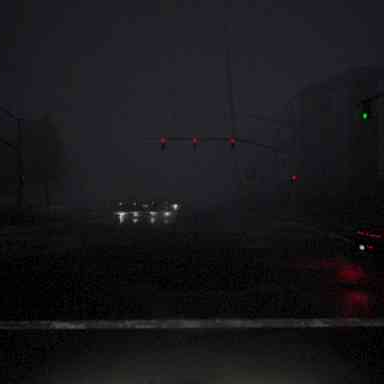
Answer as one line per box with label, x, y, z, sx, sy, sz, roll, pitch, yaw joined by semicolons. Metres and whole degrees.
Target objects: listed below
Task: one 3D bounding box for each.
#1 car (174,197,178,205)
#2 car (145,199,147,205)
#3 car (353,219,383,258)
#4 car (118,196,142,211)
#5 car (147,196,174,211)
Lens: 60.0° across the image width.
car;-3.531;1.512;58.631;1.895;1.301;4.718;0;0;0
car;-7.033;1.391;58.470;1.882;1.535;5.008;0;0;0
car;7.766;1.494;10.589;4.892;1.490;1.837;0;0;-2
car;-7.116;1.292;38.703;2.097;1.767;4.553;0;0;0
car;-3.617;1.292;38.701;2.097;1.767;4.553;0;0;0
